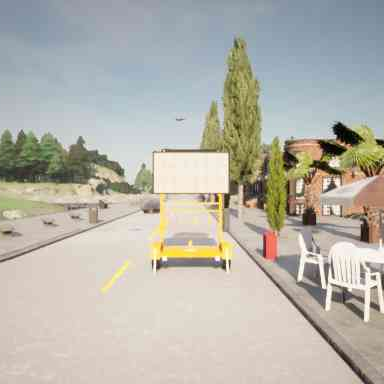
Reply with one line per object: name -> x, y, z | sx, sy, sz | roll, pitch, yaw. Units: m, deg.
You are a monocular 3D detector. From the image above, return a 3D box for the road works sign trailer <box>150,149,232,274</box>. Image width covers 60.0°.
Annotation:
road works sign trailer -> -0.026, 0.464, 10.507 | 2.380, 3.560, 2.880 | 0, 0, 0

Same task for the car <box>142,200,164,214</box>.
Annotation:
car -> -4.088, 1.547, 35.693 | 2.033, 1.411, 5.357 | 0, 0, 0
